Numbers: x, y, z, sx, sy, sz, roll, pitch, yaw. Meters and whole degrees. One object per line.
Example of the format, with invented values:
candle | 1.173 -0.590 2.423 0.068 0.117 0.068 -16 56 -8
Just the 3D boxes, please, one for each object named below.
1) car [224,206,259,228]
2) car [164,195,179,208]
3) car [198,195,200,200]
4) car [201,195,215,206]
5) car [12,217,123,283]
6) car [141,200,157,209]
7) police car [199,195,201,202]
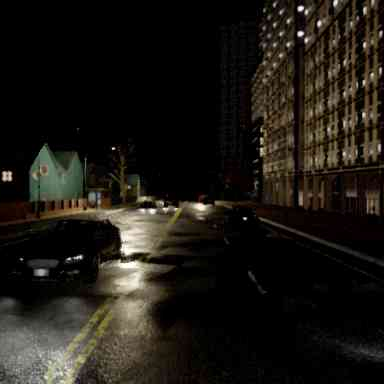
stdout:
car | 3.347 1.665 23.009 1.994 1.385 4.181 0 0 0
car | -3.317 1.493 53.769 2.150 2.045 5.566 0 0 0
car | 3.238 1.694 85.352 2.150 2.045 5.566 0 0 0
car | 3.241 1.681 63.283 2.097 1.767 4.553 0 0 0
car | -3.351 1.534 9.837 2.128 1.511 4.902 0 0 0
car | -6.579 1.854 50.686 1.895 1.301 4.718 0 0 0
police car | 3.240 1.824 74.426 1.930 1.638 5.238 0 0 0
